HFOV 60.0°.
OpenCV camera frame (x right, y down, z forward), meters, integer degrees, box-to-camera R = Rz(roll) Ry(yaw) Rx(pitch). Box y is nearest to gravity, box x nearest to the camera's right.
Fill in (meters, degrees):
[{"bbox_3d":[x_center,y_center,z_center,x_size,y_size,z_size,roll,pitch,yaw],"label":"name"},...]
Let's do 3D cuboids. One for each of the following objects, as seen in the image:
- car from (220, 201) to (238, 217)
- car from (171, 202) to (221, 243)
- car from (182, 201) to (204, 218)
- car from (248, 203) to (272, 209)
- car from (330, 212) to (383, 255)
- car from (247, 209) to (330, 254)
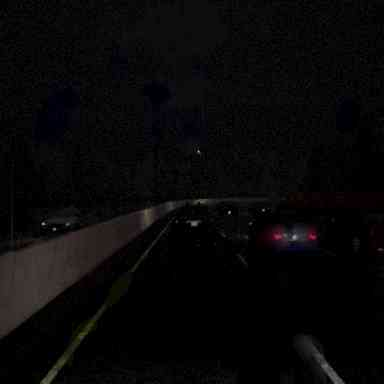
[{"bbox_3d":[3.597,1.743,34.423,1.837,1.490,4.892,0,0,0],"label":"car"},{"bbox_3d":[0.100,1.469,16.829,2.097,1.767,4.553,0,0,0],"label":"car"},{"bbox_3d":[0.100,1.729,34.357,2.128,1.511,4.902,0,0,0],"label":"car"},{"bbox_3d":[7.099,1.806,35.034,1.994,1.385,4.181,0,0,0],"label":"car"},{"bbox_3d":[7.101,1.574,13.863,1.882,1.535,5.008,0,0,0],"label":"car"},{"bbox_3d":[3.600,1.645,14.023,2.033,1.411,5.357,0,0,0],"label":"car"}]
